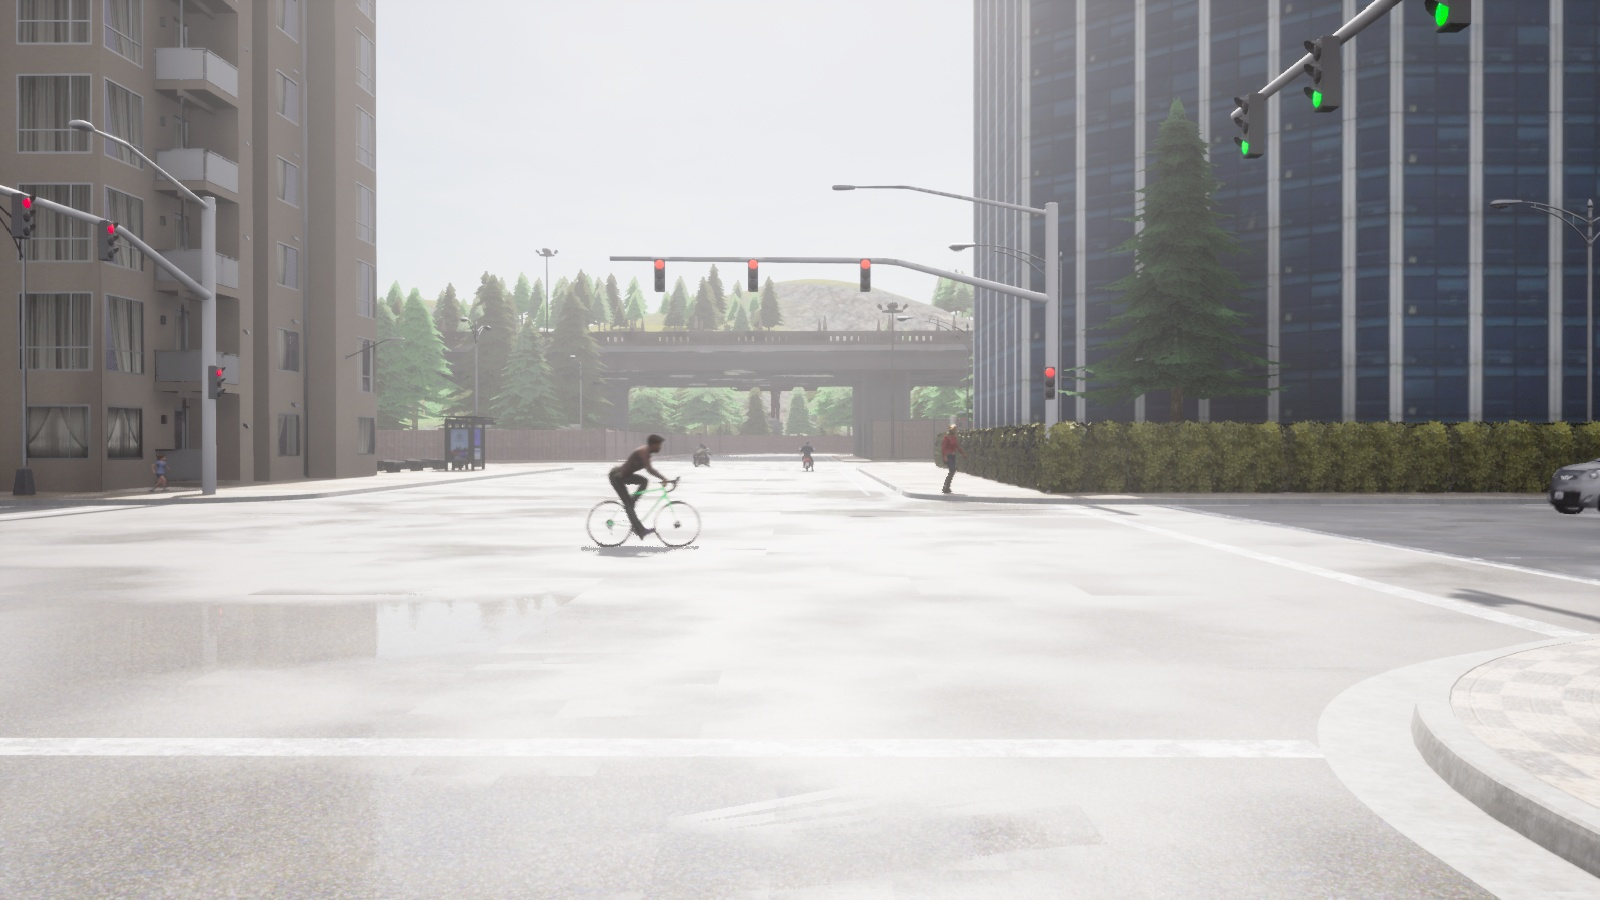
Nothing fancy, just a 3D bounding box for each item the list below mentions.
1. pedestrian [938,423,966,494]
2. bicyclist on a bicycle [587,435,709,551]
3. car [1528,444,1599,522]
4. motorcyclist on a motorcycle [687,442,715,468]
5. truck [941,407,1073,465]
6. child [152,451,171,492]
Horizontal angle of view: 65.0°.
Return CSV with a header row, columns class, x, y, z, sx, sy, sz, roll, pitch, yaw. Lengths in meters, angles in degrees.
class,x,y,z,sx,sy,sz,roll,pitch,yaw
pedestrian,3.971,0.220,32.804,0.636,1.846,0.331,0,0,43
bicyclist on a bicycle,-2.155,0.596,17.921,1.656,1.620,0.582,0,0,0
car,16.853,0.633,25.009,3.633,1.501,1.845,0,0,0
motorcyclist on a motorcycle,-5.939,0.303,75.293,0.866,1.530,2.191,1,1,20
truck,14.019,-0.945,85.445,8.468,3.827,2.891,0,0,0
child,-17.457,0.577,34.324,0.394,1.110,0.255,0,0,-3
